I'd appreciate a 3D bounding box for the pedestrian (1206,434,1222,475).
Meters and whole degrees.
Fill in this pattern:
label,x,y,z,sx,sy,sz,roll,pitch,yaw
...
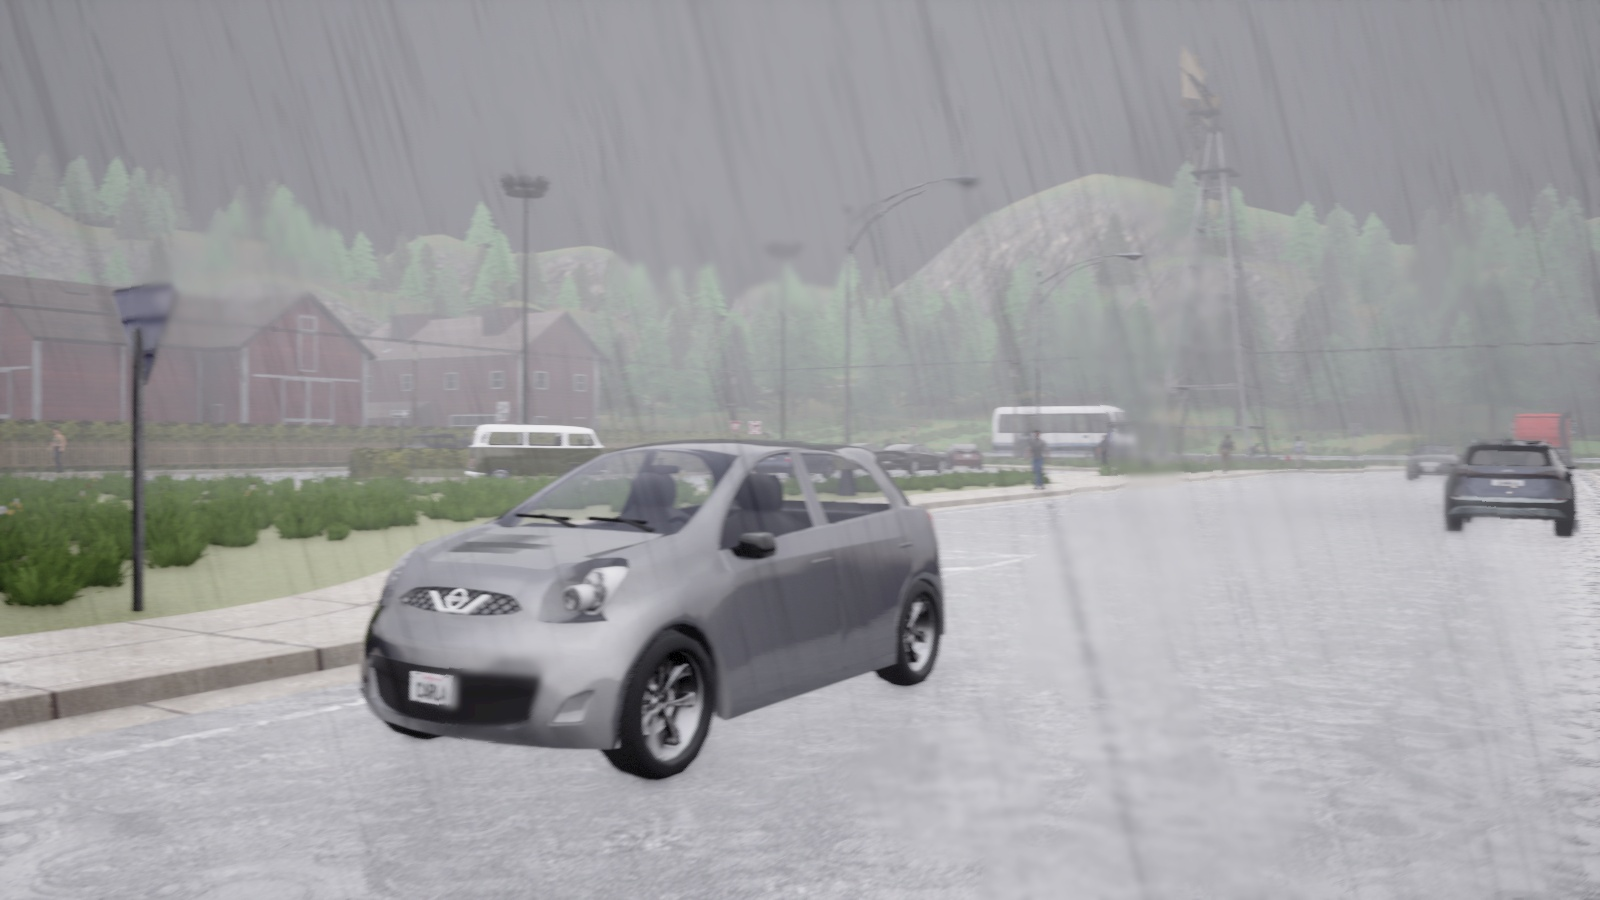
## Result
label,x,y,z,sx,sy,sz,roll,pitch,yaw
pedestrian,18.732,0.187,56.835,0.540,1.848,0.694,1,0,33

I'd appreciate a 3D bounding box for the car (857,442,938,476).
label,x,y,z,sx,sy,sz,roll,pitch,yaw
car,4.747,0.403,60.614,1.882,1.535,5.008,1,1,31

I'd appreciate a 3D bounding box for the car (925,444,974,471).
label,x,y,z,sx,sy,sz,roll,pitch,yaw
car,8.539,0.381,72.121,2.163,1.488,4.792,0,0,-1

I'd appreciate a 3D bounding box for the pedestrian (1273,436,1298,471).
label,x,y,z,sx,sy,sz,roll,pitch,yaw
pedestrian,25.479,0.175,65.904,0.900,1.855,0.874,0,0,-44

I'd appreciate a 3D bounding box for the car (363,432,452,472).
label,x,y,z,sx,sy,sz,roll,pitch,yaw
car,-19.097,0.074,61.240,1.905,1.878,3.866,1,0,31

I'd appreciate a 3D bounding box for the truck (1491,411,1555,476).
label,x,y,z,sx,sy,sz,roll,pitch,yaw
truck,41.212,-0.399,71.465,2.891,3.462,7.936,1,1,31

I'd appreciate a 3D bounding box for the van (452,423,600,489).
label,x,y,z,sx,sy,sz,roll,pitch,yaw
van,-8.953,0.179,40.969,4.480,2.038,2.069,0,1,-20

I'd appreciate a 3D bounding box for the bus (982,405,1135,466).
label,x,y,z,sx,sy,sz,roll,pitch,yaw
bus,18.929,-1.048,92.279,10.273,4.253,3.944,1,0,31

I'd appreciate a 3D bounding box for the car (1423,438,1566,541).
label,x,y,z,sx,sy,sz,roll,pitch,yaw
car,12.599,0.621,22.717,2.033,1.649,4.856,1,0,30

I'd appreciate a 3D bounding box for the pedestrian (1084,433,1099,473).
label,x,y,z,sx,sy,sz,roll,pitch,yaw
pedestrian,13.839,0.140,59.549,0.540,1.848,0.694,1,0,27

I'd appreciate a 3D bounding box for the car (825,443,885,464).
label,x,y,z,sx,sy,sz,roll,pitch,yaw
car,4.063,0.236,92.669,2.163,1.488,4.792,1,0,36

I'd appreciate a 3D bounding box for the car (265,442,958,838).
label,x,y,z,sx,sy,sz,roll,pitch,yaw
car,-0.720,0.717,6.820,1.845,1.501,3.633,1,0,30

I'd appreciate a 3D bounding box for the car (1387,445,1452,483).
label,x,y,z,sx,sy,sz,roll,pitch,yaw
car,26.087,0.555,52.787,2.128,1.511,4.902,1,0,30

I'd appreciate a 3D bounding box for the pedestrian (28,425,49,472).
label,x,y,z,sx,sy,sz,roll,pitch,yaw
pedestrian,-29.757,-0.061,49.085,0.345,1.836,0.594,1,0,31

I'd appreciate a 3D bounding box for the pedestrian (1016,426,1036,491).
label,x,y,z,sx,sy,sz,roll,pitch,yaw
pedestrian,6.482,0.233,36.020,0.354,1.836,0.706,1,0,29
